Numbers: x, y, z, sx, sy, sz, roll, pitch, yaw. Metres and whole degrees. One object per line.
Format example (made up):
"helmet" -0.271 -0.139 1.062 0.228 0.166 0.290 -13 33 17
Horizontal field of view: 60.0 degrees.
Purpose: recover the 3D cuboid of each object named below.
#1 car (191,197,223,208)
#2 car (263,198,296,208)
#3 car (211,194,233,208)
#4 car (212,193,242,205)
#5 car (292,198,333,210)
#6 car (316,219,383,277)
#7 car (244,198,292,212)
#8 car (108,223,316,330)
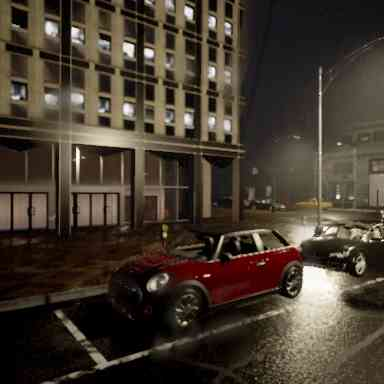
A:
"car" 2.005 1.375 45.814 2.008 1.369 4.403 1 0 -35
"car" 12.048 1.474 46.016 1.802 1.307 4.206 1 0 -35
"car" 5.153 1.163 41.257 2.192 1.841 5.009 1 0 -35
"car" 5.760 1.162 55.130 2.192 1.841 5.009 1 0 -35
"car" 15.097 1.440 41.599 1.752 1.417 4.829 1 0 -35
"car" 5.026 1.550 10.139 4.403 1.369 2.008 0 0 -35
"car" 8.296 1.422 36.700 2.008 1.369 4.403 1 0 -35
"car" 0.392 1.440 6.833 4.097 1.590 1.967 0 0 -35
